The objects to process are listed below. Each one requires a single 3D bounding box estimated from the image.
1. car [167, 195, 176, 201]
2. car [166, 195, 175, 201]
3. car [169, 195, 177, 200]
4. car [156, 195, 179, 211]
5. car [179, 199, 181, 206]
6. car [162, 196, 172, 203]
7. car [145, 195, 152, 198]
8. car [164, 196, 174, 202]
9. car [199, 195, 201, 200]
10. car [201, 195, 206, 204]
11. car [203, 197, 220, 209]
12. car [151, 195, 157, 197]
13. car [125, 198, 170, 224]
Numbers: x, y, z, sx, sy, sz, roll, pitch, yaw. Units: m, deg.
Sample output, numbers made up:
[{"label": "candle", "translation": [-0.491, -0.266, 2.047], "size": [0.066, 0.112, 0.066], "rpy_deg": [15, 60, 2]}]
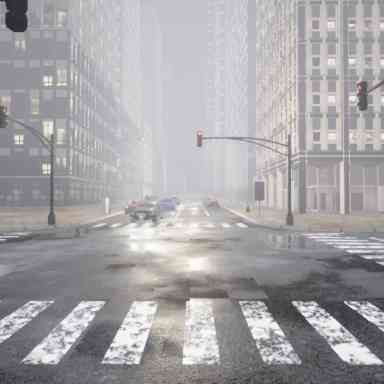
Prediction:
[{"label": "car", "translation": [-5.442, 1.587, 89.592], "size": [2.008, 1.369, 4.403], "rpy_deg": [1, 0, 0]}, {"label": "car", "translation": [-5.456, 1.578, 84.016], "size": [1.887, 1.381, 4.507], "rpy_deg": [1, 0, 0]}, {"label": "car", "translation": [-5.428, 1.605, 95.167], "size": [1.947, 1.339, 4.313], "rpy_deg": [1, 0, 0]}, {"label": "car", "translation": [-2.990, 1.493, 40.584], "size": [1.882, 1.535, 5.008], "rpy_deg": [0, 0, 0]}, {"label": "car", "translation": [-2.928, 1.522, 56.033], "size": [1.837, 1.490, 4.892], "rpy_deg": [0, 1, 0]}, {"label": "car", "translation": [-5.485, 1.573, 72.866], "size": [1.887, 1.381, 4.507], "rpy_deg": [1, 0, 0]}, {"label": "car", "translation": [-5.585, 1.453, 33.840], "size": [1.967, 1.590, 4.097], "rpy_deg": [1, 0, 0]}, {"label": "car", "translation": [-5.471, 1.582, 78.441], "size": [2.008, 1.369, 4.403], "rpy_deg": [1, 0, 0]}, {"label": "car", "translation": [2.865, 1.590, 61.763], "size": [1.947, 1.339, 4.313], "rpy_deg": [1, 0, 0]}, {"label": "car", "translation": [2.852, 1.547, 56.356], "size": [1.752, 1.417, 4.829], "rpy_deg": [1, 0, 0]}, {"label": "car", "translation": [2.821, 1.599, 45.030], "size": [1.802, 1.307, 4.206], "rpy_deg": [1, 0, 0]}, {"label": "car", "translation": [-5.554, 1.332, 44.991], "size": [2.192, 1.841, 5.009], "rpy_deg": [1, 0, 0]}, {"label": "car", "translation": [-3.310, 1.501, 25.359], "size": [2.128, 1.511, 4.902], "rpy_deg": [0, 0, 4]}]
